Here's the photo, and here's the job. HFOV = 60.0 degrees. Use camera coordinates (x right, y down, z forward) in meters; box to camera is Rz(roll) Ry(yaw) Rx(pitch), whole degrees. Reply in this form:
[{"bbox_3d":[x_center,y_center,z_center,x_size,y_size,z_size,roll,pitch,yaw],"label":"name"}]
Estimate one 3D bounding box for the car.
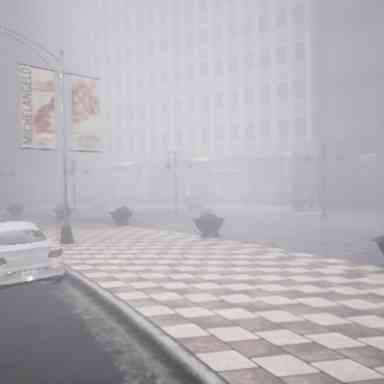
[{"bbox_3d":[-4.675,1.468,8.422,1.812,1.442,4.674,-2,1,-39],"label":"car"}]
